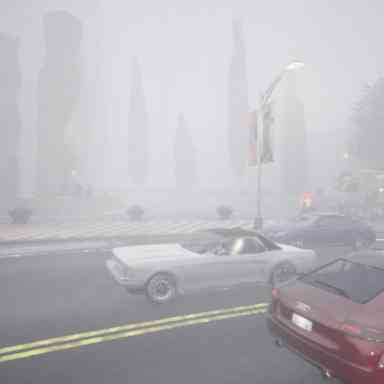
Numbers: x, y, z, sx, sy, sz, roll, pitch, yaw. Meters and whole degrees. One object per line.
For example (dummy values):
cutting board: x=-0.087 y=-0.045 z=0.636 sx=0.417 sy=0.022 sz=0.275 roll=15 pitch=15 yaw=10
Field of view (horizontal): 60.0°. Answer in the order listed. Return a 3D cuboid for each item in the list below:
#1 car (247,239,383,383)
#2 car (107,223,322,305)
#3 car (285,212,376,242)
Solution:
car: x=3.177 y=1.588 z=4.858 sx=4.181 sy=1.385 sz=1.994 roll=1 pitch=0 yaw=-24
car: x=0.476 y=1.547 z=7.800 sx=4.718 sy=1.301 sz=1.895 roll=1 pitch=0 yaw=-24
car: x=4.936 y=1.529 z=13.052 sx=4.674 sy=1.442 sz=1.812 roll=1 pitch=0 yaw=-15
